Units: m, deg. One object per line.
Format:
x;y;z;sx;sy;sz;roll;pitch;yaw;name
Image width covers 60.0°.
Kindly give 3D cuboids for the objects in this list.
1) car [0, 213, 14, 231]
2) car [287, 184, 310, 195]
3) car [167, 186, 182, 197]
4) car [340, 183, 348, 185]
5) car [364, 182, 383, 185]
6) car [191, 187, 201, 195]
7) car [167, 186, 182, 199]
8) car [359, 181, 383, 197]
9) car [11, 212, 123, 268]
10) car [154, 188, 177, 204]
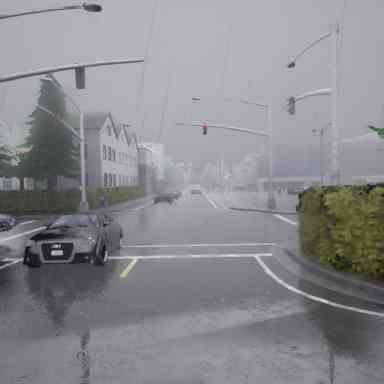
-11.559;1.434;17.188;4.674;1.442;1.812;-1;2;1;car
16.084;-0.289;51.434;2.007;1.523;4.514;-1;2;0;car
-2.847;-0.145;55.778;2.097;1.767;4.553;-1;2;1;car
26.236;-0.841;58.687;2.152;1.636;5.027;-1;2;0;car
19.544;-0.105;33.516;1.905;1.878;3.866;-1;2;0;car
0.788;-0.179;60.713;1.812;1.442;4.674;-1;2;1;car
-2.964;0.117;46.047;2.097;1.767;4.553;-1;2;1;car
22.914;-0.365;41.344;1.932;1.855;4.605;-1;2;0;car
-3.398;1.331;10.226;1.994;1.385;4.181;-1;0;-2;car
-3.107;0.609;37.080;1.895;1.301;4.718;-1;2;1;car
